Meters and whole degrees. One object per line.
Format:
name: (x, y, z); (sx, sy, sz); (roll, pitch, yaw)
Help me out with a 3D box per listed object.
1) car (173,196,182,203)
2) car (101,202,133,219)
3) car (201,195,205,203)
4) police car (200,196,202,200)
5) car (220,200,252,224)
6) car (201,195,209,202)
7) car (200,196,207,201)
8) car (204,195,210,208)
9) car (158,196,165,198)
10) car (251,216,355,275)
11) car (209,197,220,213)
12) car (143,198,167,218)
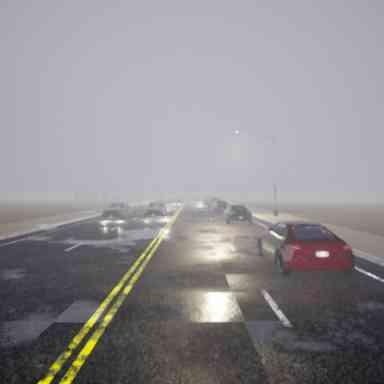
car: (-3.240, 1.625, 72.731); (2.128, 1.511, 4.902); (0, 0, 0)
car: (-6.595, 1.602, 29.857); (2.033, 1.411, 5.357); (0, 0, 0)
car: (3.259, 1.609, 59.831); (2.163, 1.488, 4.792); (0, 0, 0)
police car: (3.260, 1.628, 70.801); (2.038, 1.542, 4.974); (0, 0, 0)
car: (3.340, 1.571, 24.773); (1.812, 1.442, 4.674); (0, 0, 1)
car: (3.262, 1.593, 81.990); (1.801, 1.575, 5.366); (0, 0, 0)
car: (3.263, 1.748, 92.830); (1.895, 1.301, 4.718); (0, 0, 0)
car: (3.257, 1.519, 48.801); (2.033, 1.649, 4.856); (0, 0, 0)
car: (-6.490, 1.626, 70.513); (1.812, 1.442, 4.674); (0, 0, 0)
car: (3.352, 1.581, 10.550); (1.994, 1.385, 4.181); (0, 0, 0)
car: (3.256, 1.594, 37.801); (1.812, 1.442, 4.674); (0, 0, 0)
car: (-3.344, 1.605, 31.270); (2.033, 1.411, 5.357); (0, 0, 0)
